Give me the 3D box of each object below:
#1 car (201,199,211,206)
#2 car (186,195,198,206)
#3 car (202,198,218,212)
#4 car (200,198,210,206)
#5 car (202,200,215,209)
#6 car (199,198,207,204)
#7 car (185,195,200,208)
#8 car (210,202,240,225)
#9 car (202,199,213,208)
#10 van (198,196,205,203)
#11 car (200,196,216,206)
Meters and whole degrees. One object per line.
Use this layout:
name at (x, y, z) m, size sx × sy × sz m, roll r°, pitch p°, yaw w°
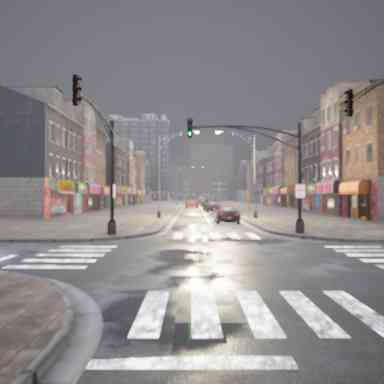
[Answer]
car at (2.636, 2.033, 63.682) m, size 1.802 × 1.307 × 4.206 m, roll 0°, pitch -1°, yaw 0°
car at (-0.008, 1.694, 66.140) m, size 2.150 × 2.045 × 5.566 m, roll 0°, pitch 0°, yaw 0°
car at (2.639, 1.820, 41.933) m, size 1.887 × 1.381 × 4.507 m, roll 1°, pitch 0°, yaw 0°
car at (2.635, 2.049, 69.120) m, size 2.008 × 1.369 × 4.403 m, roll 0°, pitch -1°, yaw 0°
car at (2.637, 1.943, 52.808) m, size 1.802 × 1.307 × 4.206 m, roll 0°, pitch 0°, yaw 0°
car at (2.633, 2.162, 79.994) m, size 1.947 × 1.339 × 4.313 m, roll 0°, pitch -1°, yaw 0°
car at (-0.006, 1.737, 55.837) m, size 2.097 × 1.767 × 4.553 m, roll 0°, pitch 0°, yaw 0°
car at (2.642, 1.703, 25.622) m, size 1.887 × 1.381 × 4.507 m, roll 1°, pitch 0°, yaw 0°
car at (2.637, 1.987, 58.245) m, size 1.802 × 1.307 × 4.206 m, roll 0°, pitch 0°, yaw 0°
van at (2.633, 2.041, 90.871) m, size 1.690 × 1.788 × 3.998 m, roll 0°, pitch -1°, yaw 0°
car at (2.641, 1.632, 47.372) m, size 2.192 × 1.841 × 5.009 m, roll 1°, pitch 0°, yaw 0°
